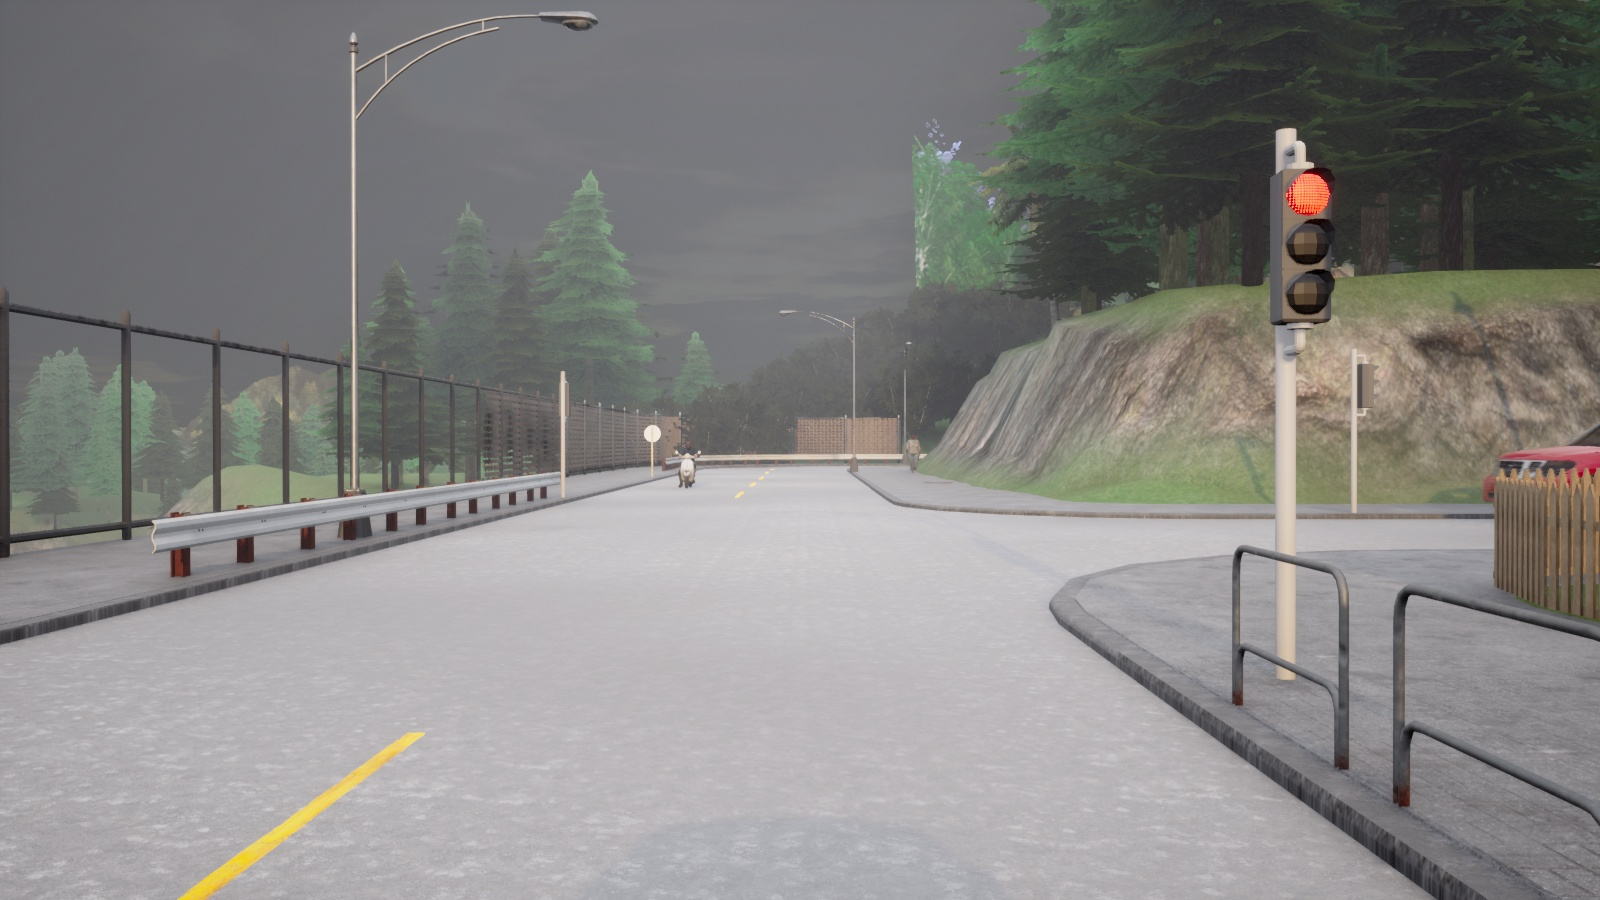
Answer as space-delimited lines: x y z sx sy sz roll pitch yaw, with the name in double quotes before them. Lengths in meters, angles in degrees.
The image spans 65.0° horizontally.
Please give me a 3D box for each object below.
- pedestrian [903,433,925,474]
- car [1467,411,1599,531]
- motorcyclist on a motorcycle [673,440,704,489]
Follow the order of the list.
"pedestrian" 5.189 0.137 57.235 0.874 1.855 0.900 0 0 -1
"car" 15.260 0.351 22.403 5.566 2.045 2.150 0 0 0
"motorcyclist on a motorcycle" -3.707 0.461 41.817 0.866 1.590 1.817 0 0 0
